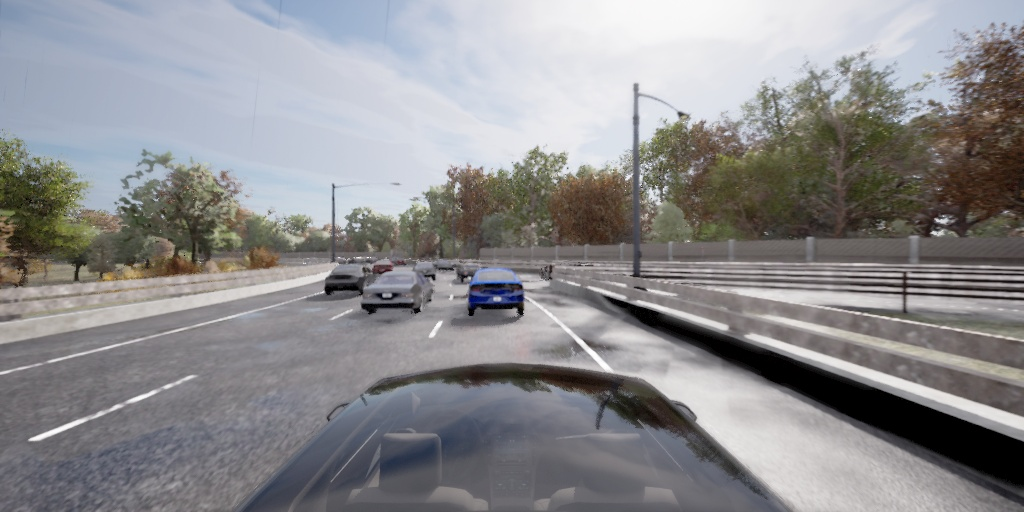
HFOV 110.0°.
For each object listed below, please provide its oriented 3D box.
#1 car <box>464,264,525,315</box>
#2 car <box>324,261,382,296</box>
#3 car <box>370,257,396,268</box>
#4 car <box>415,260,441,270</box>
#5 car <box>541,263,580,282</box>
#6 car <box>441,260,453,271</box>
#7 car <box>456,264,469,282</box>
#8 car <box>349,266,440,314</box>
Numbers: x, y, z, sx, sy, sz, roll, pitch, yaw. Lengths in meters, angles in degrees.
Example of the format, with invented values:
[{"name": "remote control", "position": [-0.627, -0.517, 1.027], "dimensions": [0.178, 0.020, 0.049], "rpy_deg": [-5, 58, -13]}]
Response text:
[{"name": "car", "position": [-0.666, 1.190, 13.569], "dimensions": [1.882, 1.535, 5.008], "rpy_deg": [0, 0, -5]}, {"name": "car", "position": [-8.592, 1.242, 19.453], "dimensions": [1.837, 1.490, 4.892], "rpy_deg": [0, 0, -10]}, {"name": "car", "position": [-13.077, 1.180, 36.496], "dimensions": [1.882, 1.535, 5.008], "rpy_deg": [0, 0, -19]}, {"name": "car", "position": [-7.344, 1.237, 29.942], "dimensions": [2.033, 1.411, 5.357], "rpy_deg": [-1, 0, -15]}, {"name": "car", "position": [4.126, 1.188, 27.284], "dimensions": [1.994, 1.385, 4.181], "rpy_deg": [-1, 0, -39]}, {"name": "car", "position": [-9.015, 1.195, 46.049], "dimensions": [1.994, 1.385, 4.181], "rpy_deg": [0, 0, -27]}, {"name": "car", "position": [-3.239, 1.268, 27.946], "dimensions": [1.895, 1.301, 4.718], "rpy_deg": [0, 0, -13]}, {"name": "car", "position": [-4.170, 1.279, 13.767], "dimensions": [2.033, 1.411, 5.357], "rpy_deg": [0, 0, -6]}]
